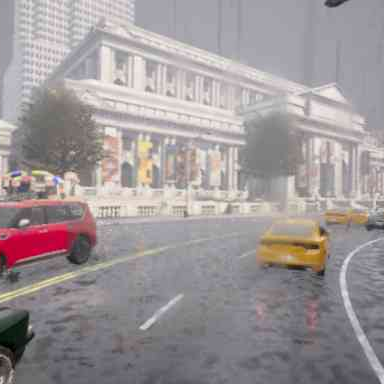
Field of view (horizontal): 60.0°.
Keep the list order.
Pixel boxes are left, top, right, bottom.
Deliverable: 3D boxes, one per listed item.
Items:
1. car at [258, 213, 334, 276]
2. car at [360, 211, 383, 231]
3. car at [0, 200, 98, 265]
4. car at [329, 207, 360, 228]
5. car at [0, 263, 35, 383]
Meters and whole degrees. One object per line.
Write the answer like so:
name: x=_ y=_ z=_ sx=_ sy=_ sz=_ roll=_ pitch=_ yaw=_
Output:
car: x=3.644 y=1.674 z=11.373 sx=1.882 sy=1.535 sz=5.008 roll=0 pitch=-1 yaw=25
car: x=14.109 y=2.076 z=23.661 sx=4.181 sy=1.385 sz=1.994 roll=2 pitch=-1 yaw=-39
car: x=-5.003 y=1.257 z=9.534 sx=2.150 sy=2.045 sz=5.566 roll=0 pitch=-1 yaw=20
car: x=12.742 y=2.009 z=27.061 sx=5.008 sy=1.535 sz=1.882 roll=1 pitch=-1 yaw=-39
car: x=-3.171 y=1.576 z=2.068 sx=1.895 sy=1.301 sz=4.718 roll=1 pitch=-1 yaw=9
